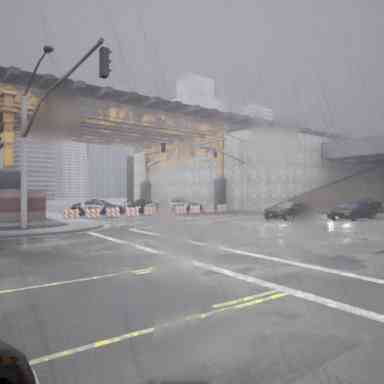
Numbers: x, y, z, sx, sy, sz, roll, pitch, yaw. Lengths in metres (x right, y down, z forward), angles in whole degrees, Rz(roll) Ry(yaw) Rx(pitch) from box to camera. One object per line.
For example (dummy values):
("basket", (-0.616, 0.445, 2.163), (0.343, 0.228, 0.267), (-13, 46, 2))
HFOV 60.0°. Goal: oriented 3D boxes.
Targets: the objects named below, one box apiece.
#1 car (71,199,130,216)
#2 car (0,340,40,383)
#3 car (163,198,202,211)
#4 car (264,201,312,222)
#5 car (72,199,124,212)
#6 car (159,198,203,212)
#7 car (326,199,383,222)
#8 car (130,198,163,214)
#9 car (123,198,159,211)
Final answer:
("car", (-8.967, 1.449, 32.102), (4.974, 1.542, 2.038), (0, 0, 8))
("car", (-3.294, 1.492, 1.421), (4.902, 1.511, 2.128), (0, 0, -35))
("car", (-1.376, 1.288, 38.556), (4.536, 1.218, 1.853), (0, 0, -7))
("car", (7.719, 1.470, 26.618), (5.008, 1.535, 1.882), (0, 0, -43))
("car", (-9.018, 1.291, 32.109), (4.536, 1.218, 1.853), (0, 0, 8))
("car", (-1.325, 1.446, 38.563), (4.974, 1.542, 2.038), (0, 0, -7))
("car", (12.851, 1.539, 26.555), (5.357, 1.411, 2.033), (0, 0, -40))
("car", (-5.227, 1.447, 34.795), (2.038, 1.542, 4.974), (0, 0, 18))
("car", (-5.212, 1.290, 34.845), (1.853, 1.218, 4.536), (0, 0, 18))
